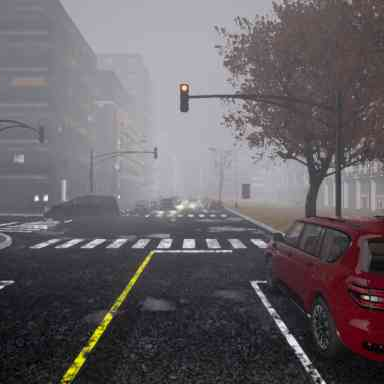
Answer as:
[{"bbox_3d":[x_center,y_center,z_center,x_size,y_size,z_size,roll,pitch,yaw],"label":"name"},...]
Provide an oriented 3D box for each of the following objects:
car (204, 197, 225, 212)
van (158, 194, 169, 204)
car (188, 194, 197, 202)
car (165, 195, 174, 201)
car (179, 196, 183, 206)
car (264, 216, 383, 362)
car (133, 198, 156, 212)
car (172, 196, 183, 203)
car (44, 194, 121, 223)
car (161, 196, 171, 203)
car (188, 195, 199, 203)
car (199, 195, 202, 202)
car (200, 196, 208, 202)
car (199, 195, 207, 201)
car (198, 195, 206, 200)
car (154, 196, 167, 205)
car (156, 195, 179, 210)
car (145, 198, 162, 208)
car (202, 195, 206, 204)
[{"bbox_3d":[2.744,1.557,38.269,1.887,1.381,4.507,0,0,0],"label":"car"},{"bbox_3d":[-5.598,1.384,65.945,1.690,1.788,3.998,0,0,0],"label":"van"},{"bbox_3d":[0.111,1.416,79.366,2.097,1.767,4.553,0,0,0],"label":"car"},{"bbox_3d":[-5.576,1.506,82.542,1.967,1.590,4.097,0,0,0],"label":"car"},{"bbox_3d":[-3.009,1.380,55.283,2.097,1.767,4.553,0,0,0],"label":"car"},{"bbox_3d":[2.700,1.315,5.881,2.192,1.841,5.009,0,0,0],"label":"car"},{"bbox_3d":[-5.636,1.563,38.280,2.008,1.369,4.403,0,0,0],"label":"car"},{"bbox_3d":[-2.904,1.594,69.305,2.033,1.411,5.357,0,0,0],"label":"car"},{"bbox_3d":[-8.242,1.189,25.323,5.566,2.045,2.150,1,1,-29],"label":"car"},{"bbox_3d":[-5.590,1.632,71.476,1.802,1.307,4.206,0,0,0],"label":"car"},{"bbox_3d":[0.194,1.648,69.299,1.895,1.301,4.718,0,0,0],"label":"car"},{"bbox_3d":[2.782,1.625,65.932,1.802,1.307,4.206,0,0,0],"label":"car"},{"bbox_3d":[2.797,1.583,77.168,1.752,1.417,4.829,0,0,0],"label":"car"},{"bbox_3d":[2.813,1.620,88.063,1.887,1.381,4.507,0,0,0],"label":"car"},{"bbox_3d":[2.820,1.637,93.596,2.008,1.369,4.403,0,0,0],"label":"car"},{"bbox_3d":[-5.606,1.476,60.412,1.967,1.590,4.097,0,0,0],"label":"car"},{"bbox_3d":[-3.037,1.521,42.188,1.837,1.490,4.892,0,0,0],"label":"car"},{"bbox_3d":[-5.621,1.573,49.346,2.008,1.369,4.403,0,0,0],"label":"car"},{"bbox_3d":[2.759,1.548,49.504,1.752,1.417,4.829,0,0,0],"label":"car"}]
